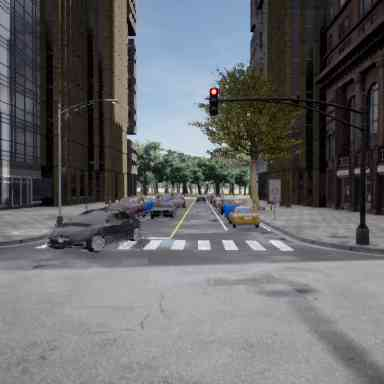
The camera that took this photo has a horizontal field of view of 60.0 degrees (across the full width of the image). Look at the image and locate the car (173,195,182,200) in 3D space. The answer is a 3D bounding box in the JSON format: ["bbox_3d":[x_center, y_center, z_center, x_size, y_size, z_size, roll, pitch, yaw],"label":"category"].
[{"bbox_3d":[-3.580,1.375,84.398,1.887,1.381,4.507,0,0,1],"label":"car"}]

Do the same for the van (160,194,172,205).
[{"bbox_3d":[-4.305,1.252,56.010,1.690,1.788,3.998,0,0,1],"label":"van"}]

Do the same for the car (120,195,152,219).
[{"bbox_3d":[-5.029,1.290,27.620,2.192,1.841,5.009,-1,0,1],"label":"car"}]

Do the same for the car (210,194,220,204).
[{"bbox_3d":[4.075,1.471,50.122,1.887,1.381,4.507,-1,0,1],"label":"car"}]

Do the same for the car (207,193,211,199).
[{"bbox_3d":[4.362,1.211,61.476,2.192,1.841,5.009,-1,0,1],"label":"car"}]

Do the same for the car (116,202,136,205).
[{"bbox_3d":[-5.170,1.565,21.942,1.802,1.307,4.206,-1,0,1],"label":"car"}]

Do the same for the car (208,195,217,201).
[{"bbox_3d":[4.798,1.429,78.508,1.802,1.307,4.206,0,0,1],"label":"car"}]

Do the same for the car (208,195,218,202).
[{"bbox_3d":[4.653,1.415,72.830,2.008,1.369,4.403,-1,0,1],"label":"car"}]

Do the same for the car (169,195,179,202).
[{"bbox_3d":[-3.869,1.446,73.043,1.802,1.307,4.206,0,0,1],"label":"car"}]

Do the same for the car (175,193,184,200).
[{"bbox_3d":[-3.438,1.128,90.076,2.192,1.841,5.009,0,0,1],"label":"car"}]

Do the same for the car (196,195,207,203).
[{"bbox_3d":[1.820,1.389,65.877,1.837,1.490,4.892,0,0,1],"label":"car"}]

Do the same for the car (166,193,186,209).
[{"bbox_3d":[-1.908,1.292,44.453,2.097,1.767,4.553,0,0,2],"label":"car"}]

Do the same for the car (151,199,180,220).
[{"bbox_3d":[-2.340,1.574,28.182,1.895,1.301,4.718,0,0,1],"label":"car"}]

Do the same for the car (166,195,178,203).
[{"bbox_3d":[-4.014,1.425,67.365,1.887,1.381,4.507,0,0,1],"label":"car"}]

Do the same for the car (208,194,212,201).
[{"bbox_3d":[4.219,1.462,55.799,2.008,1.369,4.403,-1,0,1],"label":"car"}]

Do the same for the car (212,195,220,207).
[{"bbox_3d":[3.935,1.465,44.614,1.752,1.417,4.829,-1,0,1],"label":"car"}]

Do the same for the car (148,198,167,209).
[{"bbox_3d":[-4.592,1.491,44.655,2.008,1.369,4.403,-1,0,1],"label":"car"}]

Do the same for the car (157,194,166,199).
[{"bbox_3d":[-4.739,1.269,38.976,2.192,1.841,5.009,-1,0,1],"label":"car"}]

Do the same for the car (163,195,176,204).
[{"bbox_3d":[-4.160,1.336,61.688,1.967,1.590,4.097,0,0,1],"label":"car"}]

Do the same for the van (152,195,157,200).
[{"bbox_3d":[-4.884,1.306,33.299,1.690,1.788,3.998,-1,0,1],"label":"van"}]

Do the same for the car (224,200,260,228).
[{"bbox_3d":[3.356,1.508,21.904,1.752,1.417,4.829,-1,0,1],"label":"car"}]

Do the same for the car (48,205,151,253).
[{"bbox_3d":[-3.743,1.474,13.768,1.837,1.490,4.892,1,0,19],"label":"car"}]

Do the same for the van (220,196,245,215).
[{"bbox_3d":[3.494,1.316,27.412,1.690,1.788,3.998,-1,0,1],"label":"van"}]

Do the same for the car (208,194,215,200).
[{"bbox_3d":[4.946,1.355,84.355,1.752,1.417,4.829,0,0,1],"label":"car"}]

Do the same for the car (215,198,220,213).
[{"bbox_3d":[3.641,1.531,33.090,1.947,1.339,4.313,-1,0,1],"label":"car"}]
